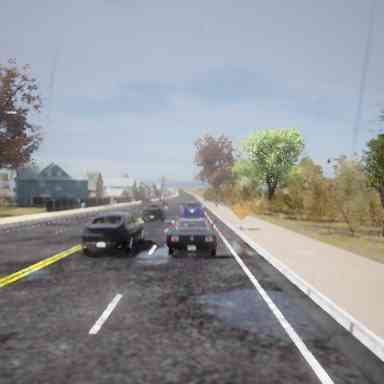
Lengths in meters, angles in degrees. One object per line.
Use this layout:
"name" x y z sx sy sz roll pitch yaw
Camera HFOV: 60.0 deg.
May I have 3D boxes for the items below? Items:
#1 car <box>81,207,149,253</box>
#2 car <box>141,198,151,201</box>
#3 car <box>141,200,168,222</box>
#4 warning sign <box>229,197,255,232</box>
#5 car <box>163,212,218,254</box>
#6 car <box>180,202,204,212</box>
"car" -3.241 1.639 14.303 1.837 1.490 4.892 0 0 0
"car" -9.735 2.120 71.787 1.837 1.490 4.892 0 0 0
"car" -3.238 1.771 29.295 1.837 1.490 4.892 0 0 0
"warning sign" 2.886 1.292 19.340 1.300 1.860 1.060 2 1 0
"car" 0.005 1.730 14.094 1.895 1.301 4.718 0 0 0
"car" 0.009 1.611 29.071 2.097 1.767 4.553 0 -1 0
